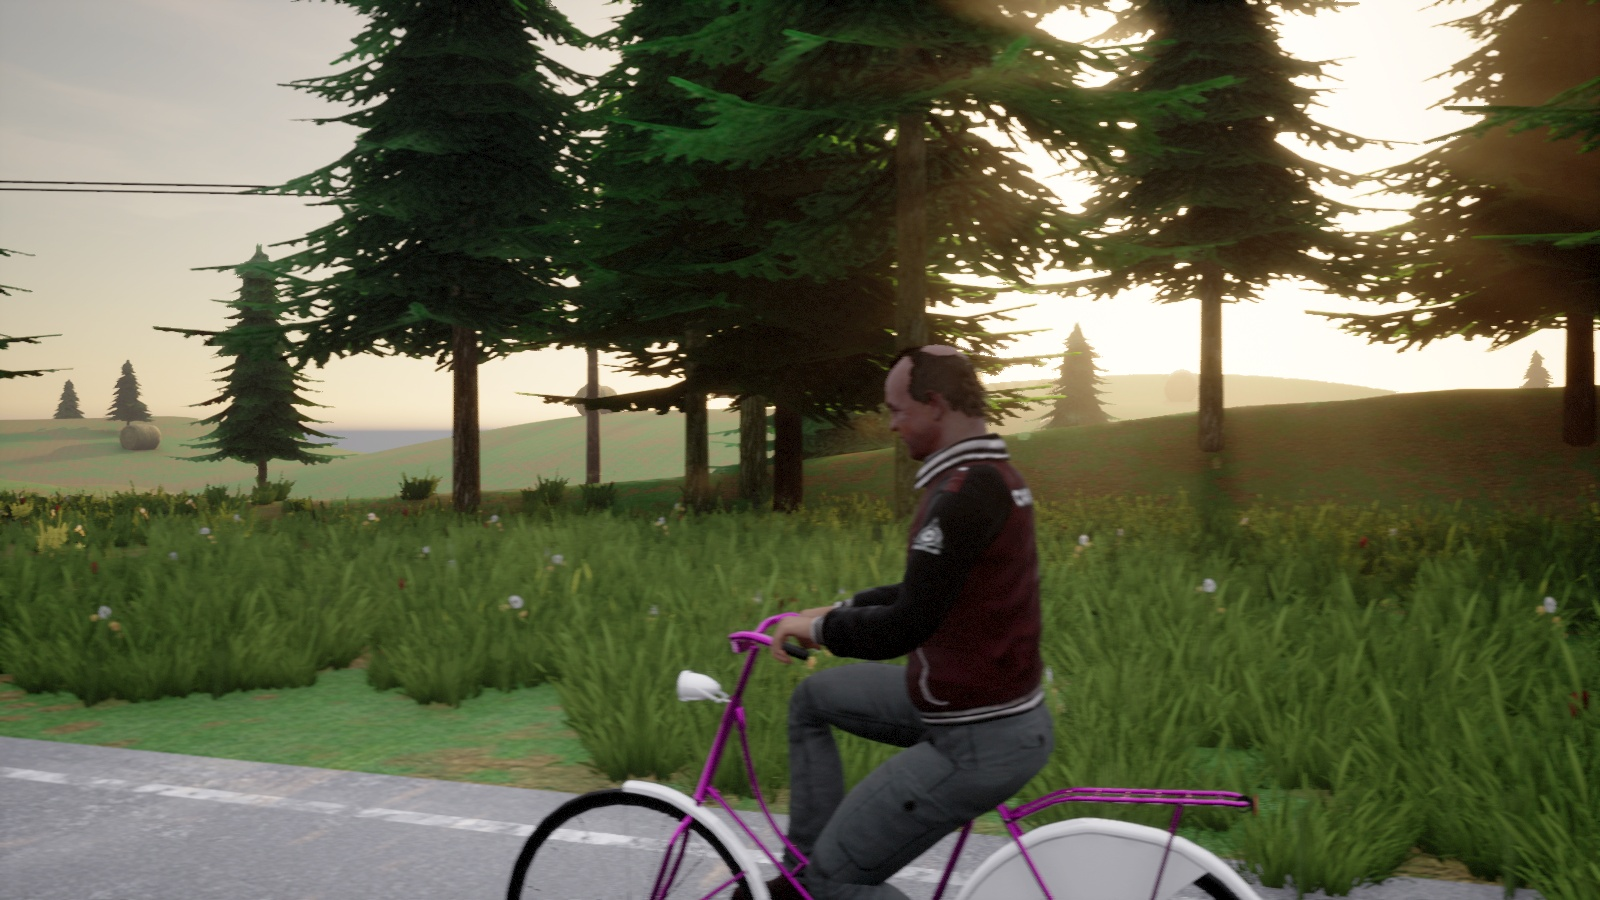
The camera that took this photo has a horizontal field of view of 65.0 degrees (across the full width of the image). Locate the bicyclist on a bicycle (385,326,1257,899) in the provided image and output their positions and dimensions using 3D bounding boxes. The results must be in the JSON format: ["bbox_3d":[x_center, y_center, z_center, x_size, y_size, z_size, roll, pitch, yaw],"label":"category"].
[{"bbox_3d":[0.039,0.651,2.859,1.843,1.776,0.659,1,1,19],"label":"bicyclist on a bicycle"}]
